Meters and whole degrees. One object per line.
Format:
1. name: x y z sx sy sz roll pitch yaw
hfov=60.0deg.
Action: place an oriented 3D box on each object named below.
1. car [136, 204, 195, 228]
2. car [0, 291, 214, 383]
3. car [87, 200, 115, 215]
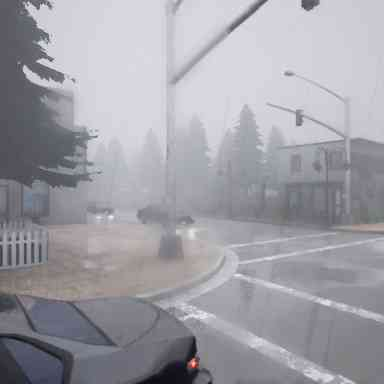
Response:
1. car: -1.949 1.531 22.493 2.033 1.411 5.357 0 0 -34
2. car: -2.380 1.547 2.163 5.357 1.411 2.033 0 0 -35
3. car: -9.666 1.530 34.030 2.033 1.411 5.357 0 0 -34
